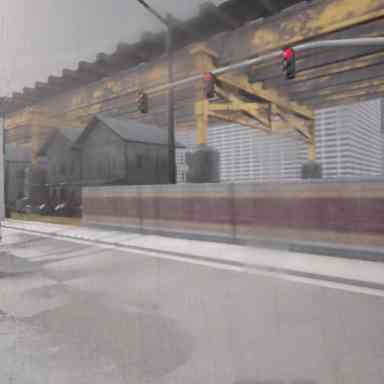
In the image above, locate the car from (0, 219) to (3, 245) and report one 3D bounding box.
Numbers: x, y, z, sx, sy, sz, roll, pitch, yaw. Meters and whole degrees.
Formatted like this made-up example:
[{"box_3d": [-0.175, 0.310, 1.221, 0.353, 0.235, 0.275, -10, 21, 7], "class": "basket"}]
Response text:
[{"box_3d": [-9.368, 1.305, 13.042, 5.566, 2.045, 2.150, -1, 0, 42], "class": "car"}]
